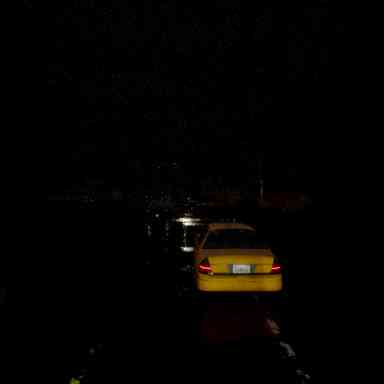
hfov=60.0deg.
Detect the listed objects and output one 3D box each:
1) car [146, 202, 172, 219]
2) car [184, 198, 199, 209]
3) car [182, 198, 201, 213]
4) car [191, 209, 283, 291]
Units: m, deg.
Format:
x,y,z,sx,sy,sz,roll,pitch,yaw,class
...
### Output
x,y,z,sx,sy,sz,roll,pitch,yaw,class
-2.811,1.594,29.098,1.895,1.301,4.718,0,0,0,car
-0.073,1.554,46.331,1.994,1.385,4.181,0,0,1,car
-0.002,1.517,37.440,1.812,1.442,4.674,0,0,0,car
0.944,1.453,8.944,1.801,1.575,5.366,0,0,0,car
